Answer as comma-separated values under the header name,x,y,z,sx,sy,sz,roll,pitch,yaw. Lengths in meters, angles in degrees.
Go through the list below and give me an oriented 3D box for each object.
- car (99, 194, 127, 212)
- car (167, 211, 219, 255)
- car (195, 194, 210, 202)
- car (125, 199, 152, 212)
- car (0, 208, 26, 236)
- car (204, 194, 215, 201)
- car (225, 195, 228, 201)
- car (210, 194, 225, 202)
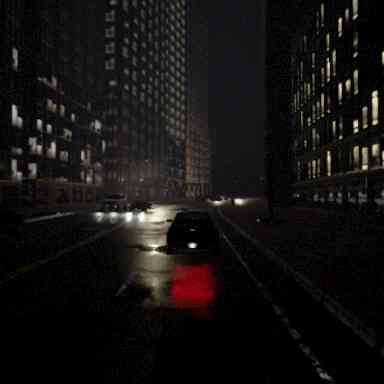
name,x,y,z,sx,sy,sz,roll,pitch,yaw
car,-9.269,1.220,39.750,2.150,2.045,5.566,0,0,4
car,0.025,1.517,13.425,1.837,1.490,4.892,0,0,0
car,2.038,1.441,73.822,1.882,1.535,5.008,0,0,13
car,-6.049,1.604,39.133,1.895,1.301,4.718,0,0,3
car,-9.804,1.475,15.708,1.882,1.535,5.008,0,0,0
car,4.477,1.385,83.844,1.837,1.490,4.892,0,0,16
car,7.838,1.423,83.829,1.812,1.442,4.674,0,0,16
car,5.410,1.435,74.029,1.882,1.535,5.008,0,0,13
